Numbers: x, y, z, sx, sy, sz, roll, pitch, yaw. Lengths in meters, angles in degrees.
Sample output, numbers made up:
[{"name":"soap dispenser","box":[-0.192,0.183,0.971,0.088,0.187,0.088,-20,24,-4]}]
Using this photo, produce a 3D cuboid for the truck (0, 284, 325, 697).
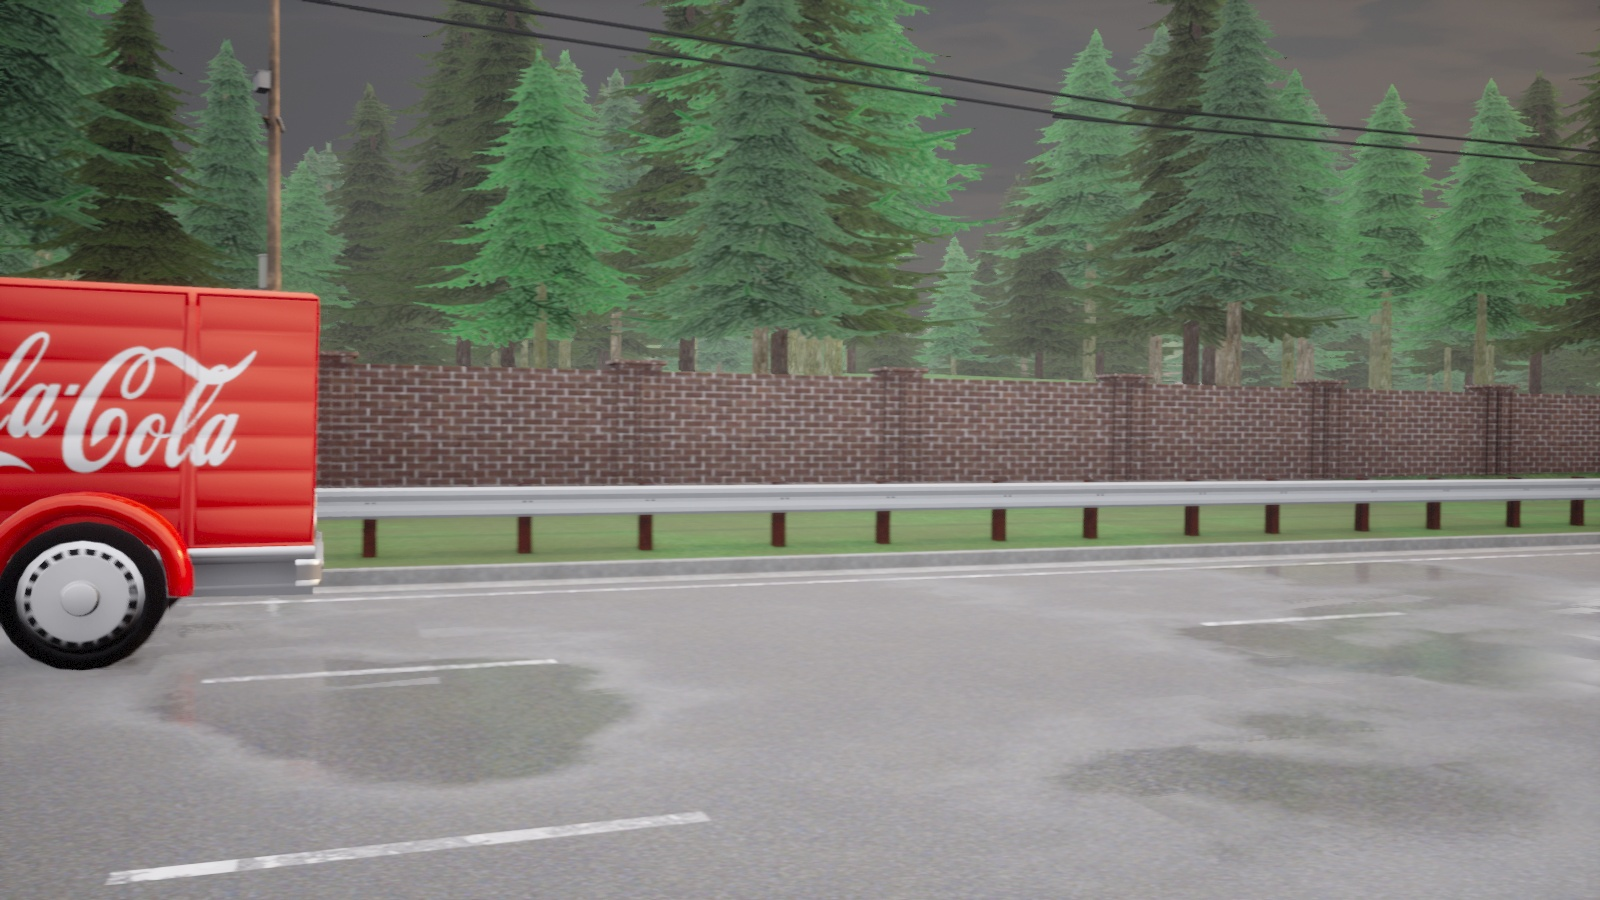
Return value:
[{"name":"truck","box":[-5.999,0.242,8.443,5.204,2.467,2.627,-1,1,-21]}]
